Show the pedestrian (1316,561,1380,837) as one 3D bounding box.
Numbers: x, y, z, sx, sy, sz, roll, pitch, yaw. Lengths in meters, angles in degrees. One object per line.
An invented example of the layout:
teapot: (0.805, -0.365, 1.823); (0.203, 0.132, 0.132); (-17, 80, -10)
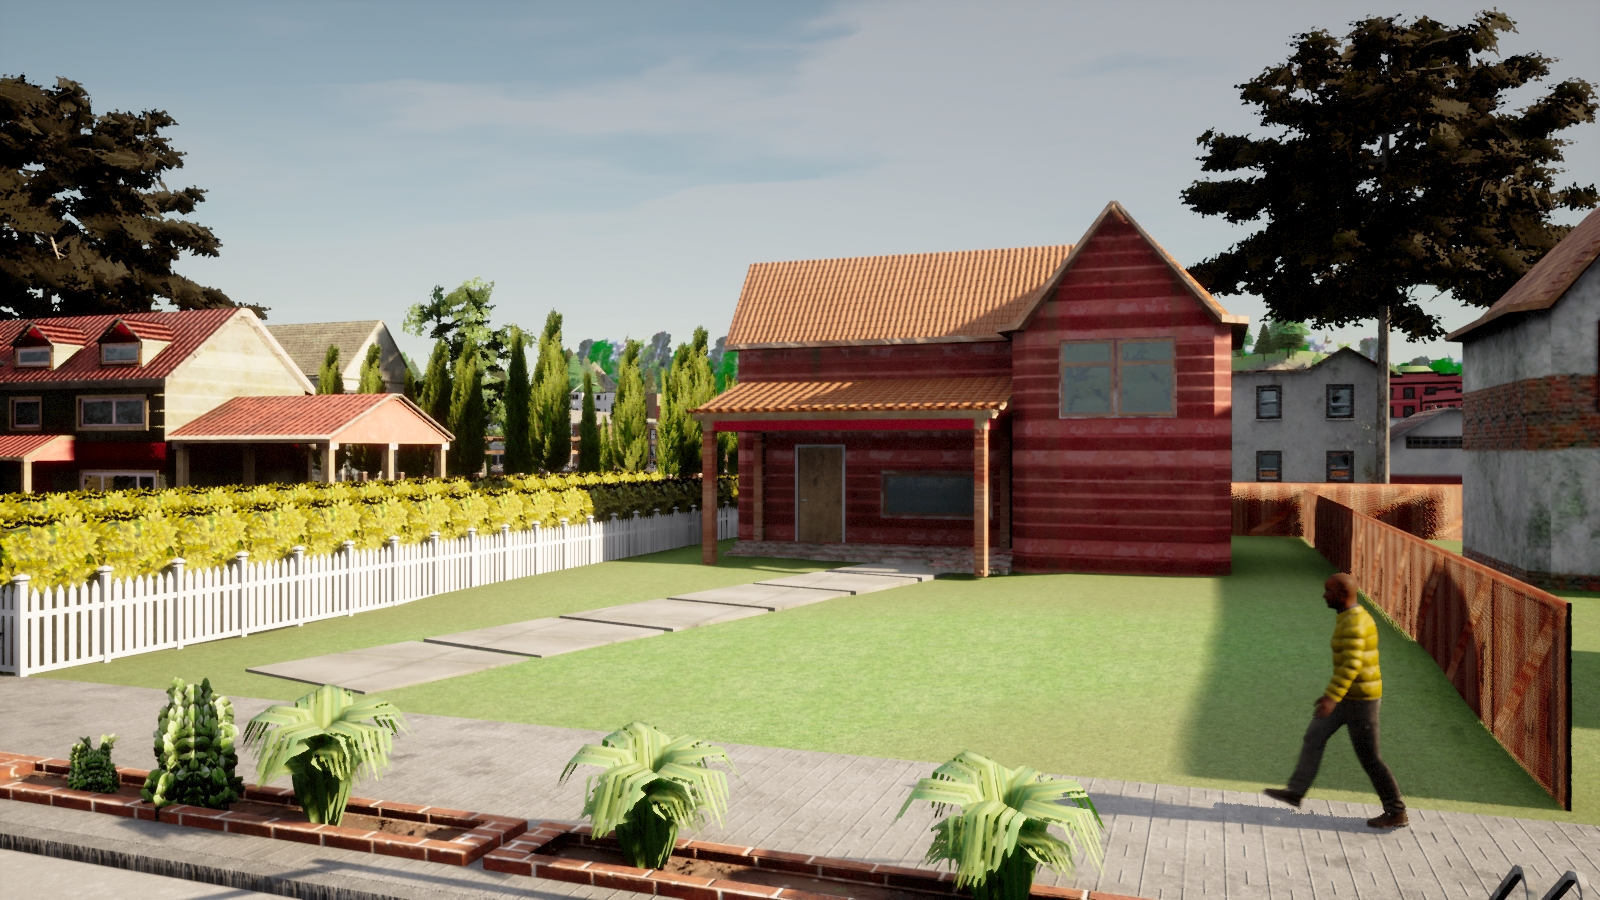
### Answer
pedestrian: (3.898, 1.744, 8.137); (0.375, 1.860, 0.375); (0, 0, 20)
